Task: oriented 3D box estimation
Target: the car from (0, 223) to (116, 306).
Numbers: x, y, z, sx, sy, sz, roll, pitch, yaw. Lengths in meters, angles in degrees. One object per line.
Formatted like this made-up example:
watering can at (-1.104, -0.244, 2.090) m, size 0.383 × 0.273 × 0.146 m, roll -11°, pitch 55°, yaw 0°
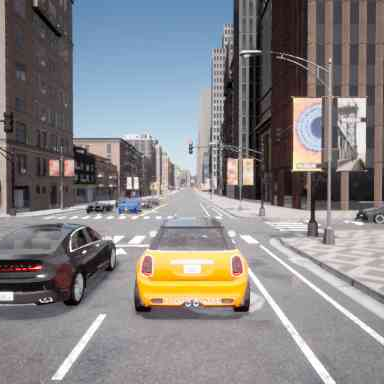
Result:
car at (-3.154, 1.504, 8.008) m, size 1.837 × 1.490 × 4.892 m, roll 0°, pitch 0°, yaw 0°

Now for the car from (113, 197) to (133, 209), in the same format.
car at (-9.851, 1.528, 47.863) m, size 1.837 × 1.490 × 4.892 m, roll 0°, pitch 0°, yaw 0°

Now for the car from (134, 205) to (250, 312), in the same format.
car at (0.009, 1.351, 7.864) m, size 2.097 × 1.767 × 4.553 m, roll 0°, pitch 0°, yaw 0°

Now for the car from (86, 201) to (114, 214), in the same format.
car at (-9.857, 1.616, 35.779) m, size 1.895 × 1.301 × 4.718 m, roll 0°, pitch 0°, yaw 0°

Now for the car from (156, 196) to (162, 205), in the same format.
car at (-6.596, 1.592, 55.864) m, size 1.994 × 1.385 × 4.181 m, roll 0°, pitch 0°, yaw 0°

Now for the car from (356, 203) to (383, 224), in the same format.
car at (13.983, 1.470, 23.535) m, size 4.181 × 1.385 × 1.994 m, roll 0°, pitch 1°, yaw 0°

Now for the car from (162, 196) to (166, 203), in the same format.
car at (-6.507, 1.497, 70.282) m, size 1.882 × 1.535 × 5.008 m, roll 0°, pitch 0°, yaw 0°

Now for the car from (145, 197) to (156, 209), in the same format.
car at (-6.602, 1.514, 45.930) m, size 2.128 × 1.511 × 4.902 m, roll 0°, pitch 0°, yaw 0°

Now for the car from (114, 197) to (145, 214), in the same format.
car at (-6.603, 1.493, 35.877) m, size 1.882 × 1.535 × 5.008 m, roll 0°, pitch 0°, yaw 0°
